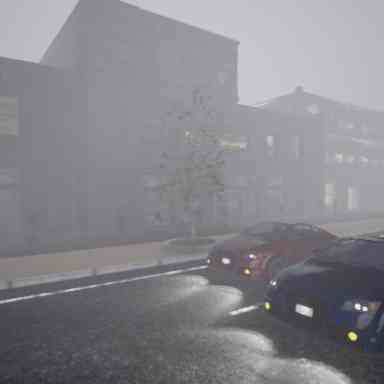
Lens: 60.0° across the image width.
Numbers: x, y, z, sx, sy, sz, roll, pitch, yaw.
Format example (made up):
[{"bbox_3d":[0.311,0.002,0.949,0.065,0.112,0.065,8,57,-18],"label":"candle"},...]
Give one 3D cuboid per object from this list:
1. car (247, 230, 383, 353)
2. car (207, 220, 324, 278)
[{"bbox_3d":[3.253,1.526,6.000,4.181,1.385,1.994,0,0,-35],"label":"car"},{"bbox_3d":[2.467,1.517,9.428,4.181,1.385,1.994,0,0,-35],"label":"car"}]
